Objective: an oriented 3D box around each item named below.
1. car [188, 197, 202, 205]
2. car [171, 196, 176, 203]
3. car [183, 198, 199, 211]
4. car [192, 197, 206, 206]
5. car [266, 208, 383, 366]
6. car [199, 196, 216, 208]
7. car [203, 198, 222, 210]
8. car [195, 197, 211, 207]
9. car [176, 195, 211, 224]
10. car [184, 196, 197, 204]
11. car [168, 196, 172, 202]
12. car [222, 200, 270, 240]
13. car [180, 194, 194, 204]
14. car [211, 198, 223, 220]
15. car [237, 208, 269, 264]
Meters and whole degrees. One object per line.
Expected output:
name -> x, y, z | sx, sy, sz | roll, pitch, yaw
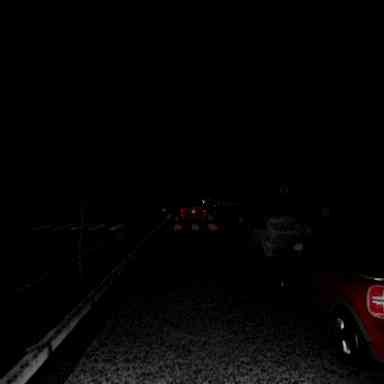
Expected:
car -> 0.531, 1.736, 66.772 | 2.231, 1.521, 4.892 | 0, 0, -7
car -> -3.471, 2.146, 88.691 | 2.002, 1.452, 4.674 | 0, -1, -12
car -> -0.251, 1.563, 42.978 | 1.882, 1.535, 5.008 | 0, 0, -2
car -> 1.219, 1.736, 61.395 | 2.002, 1.452, 4.674 | 0, 0, -6
car -> 2.997, 1.352, 5.965 | 2.185, 1.767, 4.553 | 0, 0, 0
car -> 2.297, 1.491, 50.201 | 2.185, 1.767, 4.553 | 0, 0, -4
car -> 2.645, 1.577, 44.687 | 2.097, 1.535, 5.008 | 0, 0, -2
car -> 1.801, 1.686, 55.906 | 2.163, 1.488, 4.792 | 0, 0, -5
car -> 0.099, 1.356, 24.925 | 2.097, 1.767, 4.553 | 0, 0, 0
car -> -0.310, 1.670, 72.346 | 2.185, 1.767, 4.553 | 0, -1, -9
car -> -4.741, 2.294, 94.084 | 2.002, 1.452, 4.674 | 0, -2, -14
car -> 2.997, 1.356, 17.135 | 2.185, 1.767, 4.553 | 0, 0, 0
car -> -1.248, 1.626, 77.879 | 2.435, 2.045, 5.566 | 0, -1, -10
car -> 2.998, 1.489, 28.076 | 2.231, 1.521, 4.892 | 0, 0, 0
car -> 2.997, 1.520, 11.642 | 2.002, 1.452, 4.674 | 0, 0, 0
